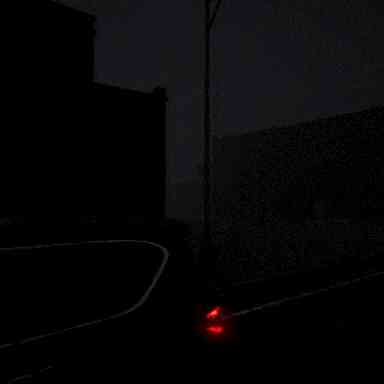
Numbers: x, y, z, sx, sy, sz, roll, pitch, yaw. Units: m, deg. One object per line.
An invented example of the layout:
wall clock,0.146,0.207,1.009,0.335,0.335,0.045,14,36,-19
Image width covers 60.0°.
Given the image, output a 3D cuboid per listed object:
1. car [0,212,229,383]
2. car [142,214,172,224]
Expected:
car,-2.286,1.219,2.042,5.566,2.045,2.150,0,0,-36
car,-5.477,4.166,51.262,2.033,1.411,5.357,0,-5,-36
